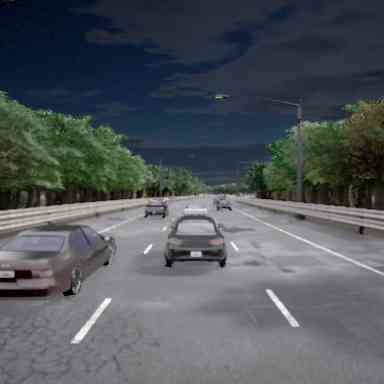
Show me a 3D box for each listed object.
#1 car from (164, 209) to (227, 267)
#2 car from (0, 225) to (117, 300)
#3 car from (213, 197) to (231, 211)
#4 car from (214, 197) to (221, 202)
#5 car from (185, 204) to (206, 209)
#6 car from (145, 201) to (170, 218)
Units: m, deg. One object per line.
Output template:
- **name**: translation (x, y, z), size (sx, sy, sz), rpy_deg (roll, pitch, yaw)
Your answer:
- **car**: translation (0.130, 1.539, 11.389), size (1.812, 1.442, 4.674), rpy_deg (0, 0, 0)
- **car**: translation (-3.392, 1.556, 8.601), size (2.033, 1.411, 5.357), rpy_deg (0, 0, 0)
- **car**: translation (4.148, 1.679, 43.911), size (2.033, 1.411, 5.357), rpy_deg (0, 0, 2)
- **car**: translation (7.174, 2.033, 93.421), size (1.837, 1.490, 4.892), rpy_deg (0, 0, 5)
- **car**: translation (0.336, 1.663, 29.298), size (1.895, 1.301, 4.718), rpy_deg (0, 0, 1)
- **car**: translation (-3.132, 1.558, 30.594), size (2.128, 1.511, 4.902), rpy_deg (0, 0, 1)
